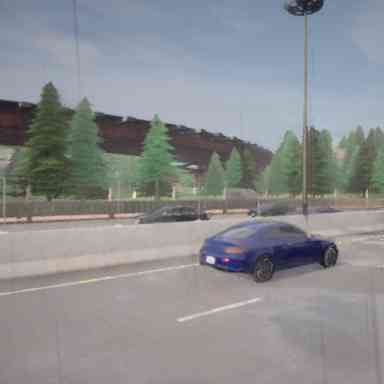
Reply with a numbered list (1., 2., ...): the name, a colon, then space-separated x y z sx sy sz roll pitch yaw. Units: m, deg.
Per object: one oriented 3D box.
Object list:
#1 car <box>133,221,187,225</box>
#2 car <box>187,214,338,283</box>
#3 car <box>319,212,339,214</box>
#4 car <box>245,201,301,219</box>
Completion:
1. car: -1.248 1.548 20.303 4.892 1.490 1.837 0 0 -35
2. car: 2.344 1.553 9.740 4.674 1.442 1.812 0 0 -36
3. car: 8.370 1.618 22.868 5.357 1.411 2.033 0 0 -35
4. car: 7.574 1.634 30.861 5.357 1.411 2.033 0 0 -35
